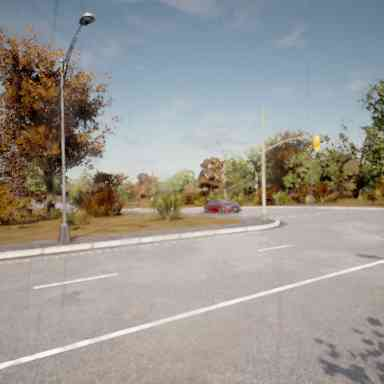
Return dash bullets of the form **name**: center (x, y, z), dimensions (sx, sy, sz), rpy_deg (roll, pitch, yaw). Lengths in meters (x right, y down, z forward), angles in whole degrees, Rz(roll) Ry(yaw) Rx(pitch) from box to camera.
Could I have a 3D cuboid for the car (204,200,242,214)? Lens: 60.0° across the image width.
- **car**: center (2.919, 1.430, 32.510), dimensions (1.994, 1.385, 4.181), rpy_deg (-1, -1, -33)
